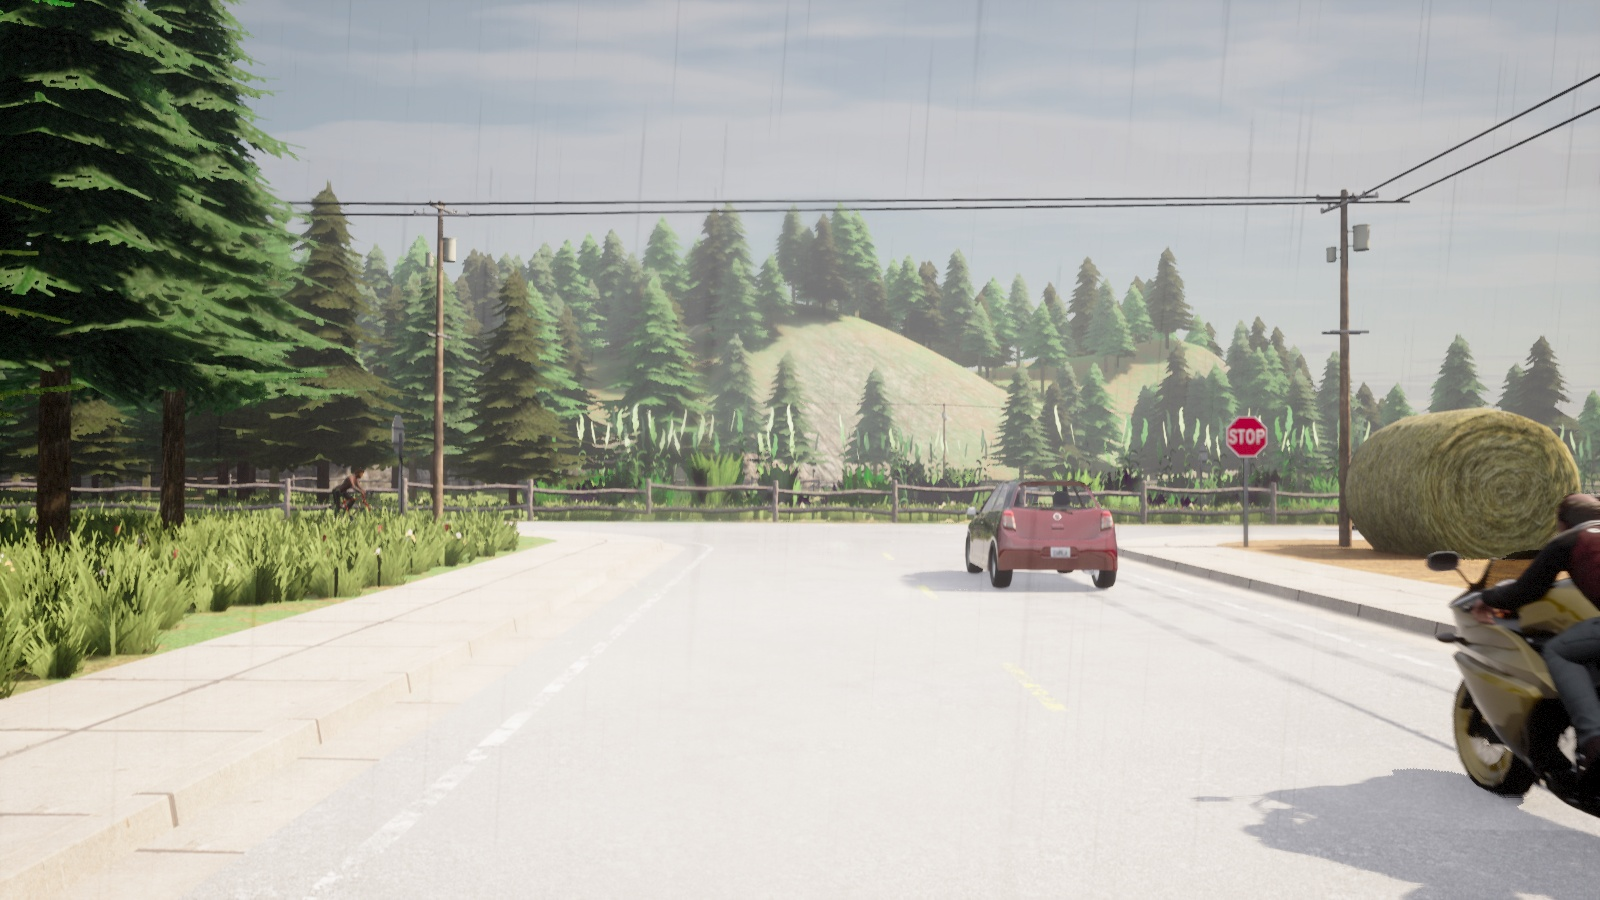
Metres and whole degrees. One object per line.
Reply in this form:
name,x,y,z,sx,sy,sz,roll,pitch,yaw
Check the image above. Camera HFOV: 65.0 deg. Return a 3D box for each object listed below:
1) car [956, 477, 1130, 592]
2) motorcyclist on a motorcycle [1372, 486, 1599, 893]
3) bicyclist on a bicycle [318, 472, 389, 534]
car,3.450,1.156,18.470,1.845,1.501,3.633,0,-1,0
motorcyclist on a motorcycle,3.484,0.941,5.573,0.866,1.530,2.191,0,-1,0
bicyclist on a bicycle,-11.720,1.387,32.986,1.656,1.620,0.582,0,-1,3
